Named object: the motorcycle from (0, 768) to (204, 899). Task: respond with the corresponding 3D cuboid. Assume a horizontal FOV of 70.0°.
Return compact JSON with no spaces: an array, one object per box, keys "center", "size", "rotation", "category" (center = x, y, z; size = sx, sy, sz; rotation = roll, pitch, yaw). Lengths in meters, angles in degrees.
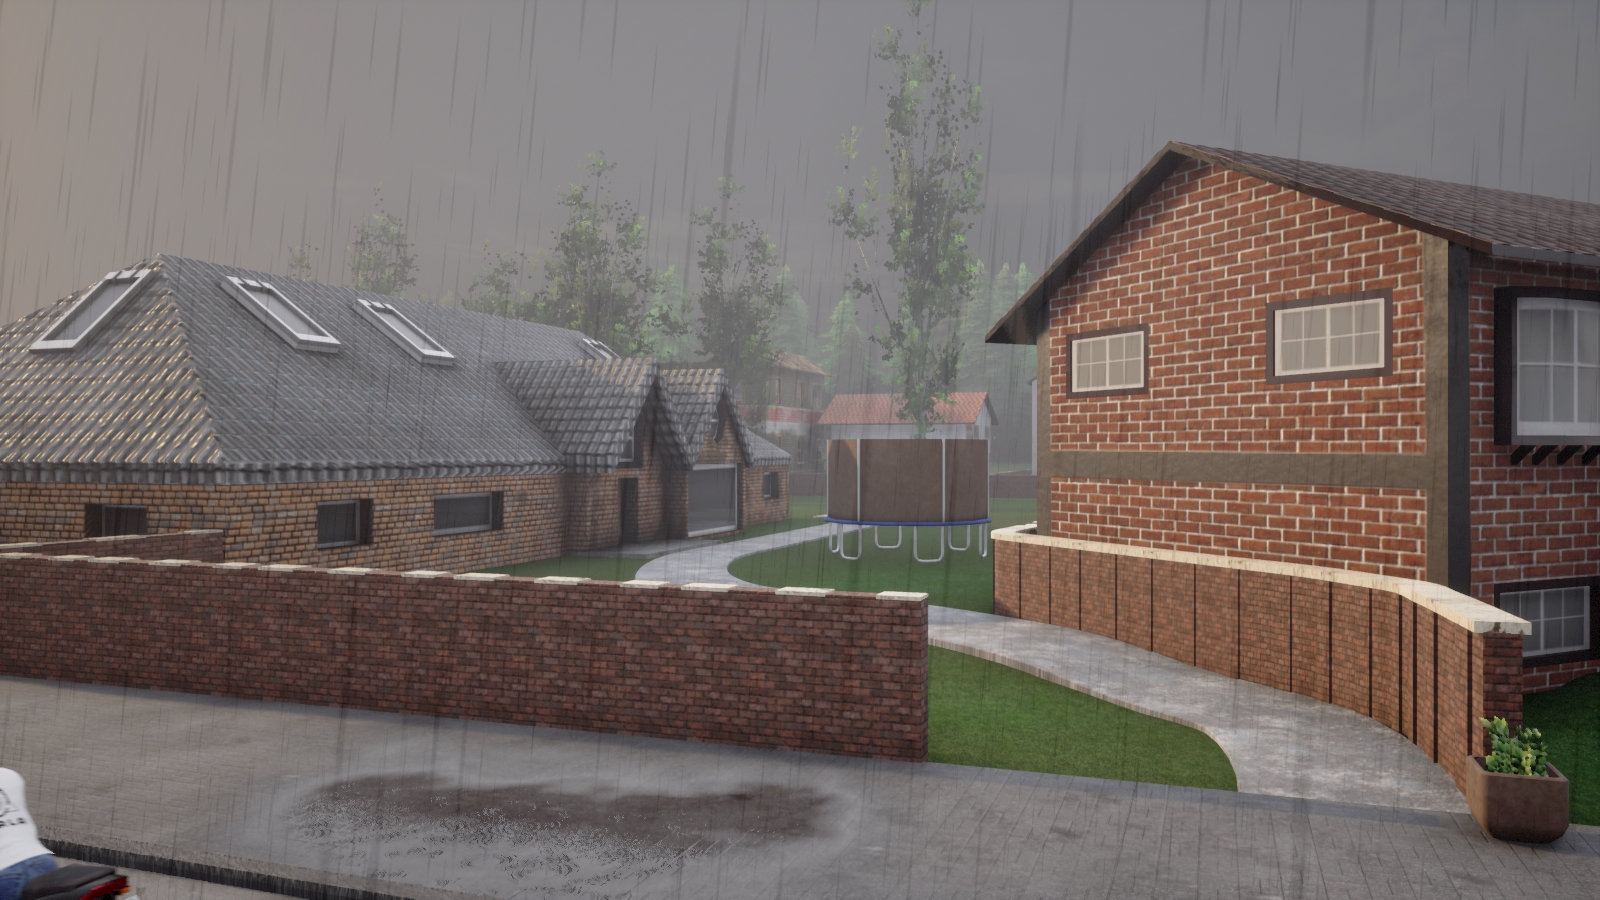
[{"center":[-3.823,2.185,5.218],"size":[2.033,1.199,0.803],"rotation":[0,0,21],"category":"motorcycle"}]
